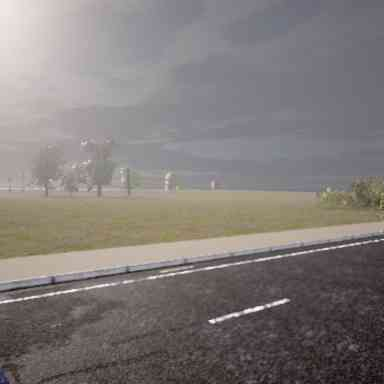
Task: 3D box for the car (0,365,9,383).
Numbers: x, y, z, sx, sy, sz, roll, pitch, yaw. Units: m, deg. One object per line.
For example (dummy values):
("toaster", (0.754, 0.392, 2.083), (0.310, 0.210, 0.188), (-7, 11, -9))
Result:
("car", (-3.342, 1.517, 1.300), (4.674, 1.442, 1.812), (0, 0, -35))
